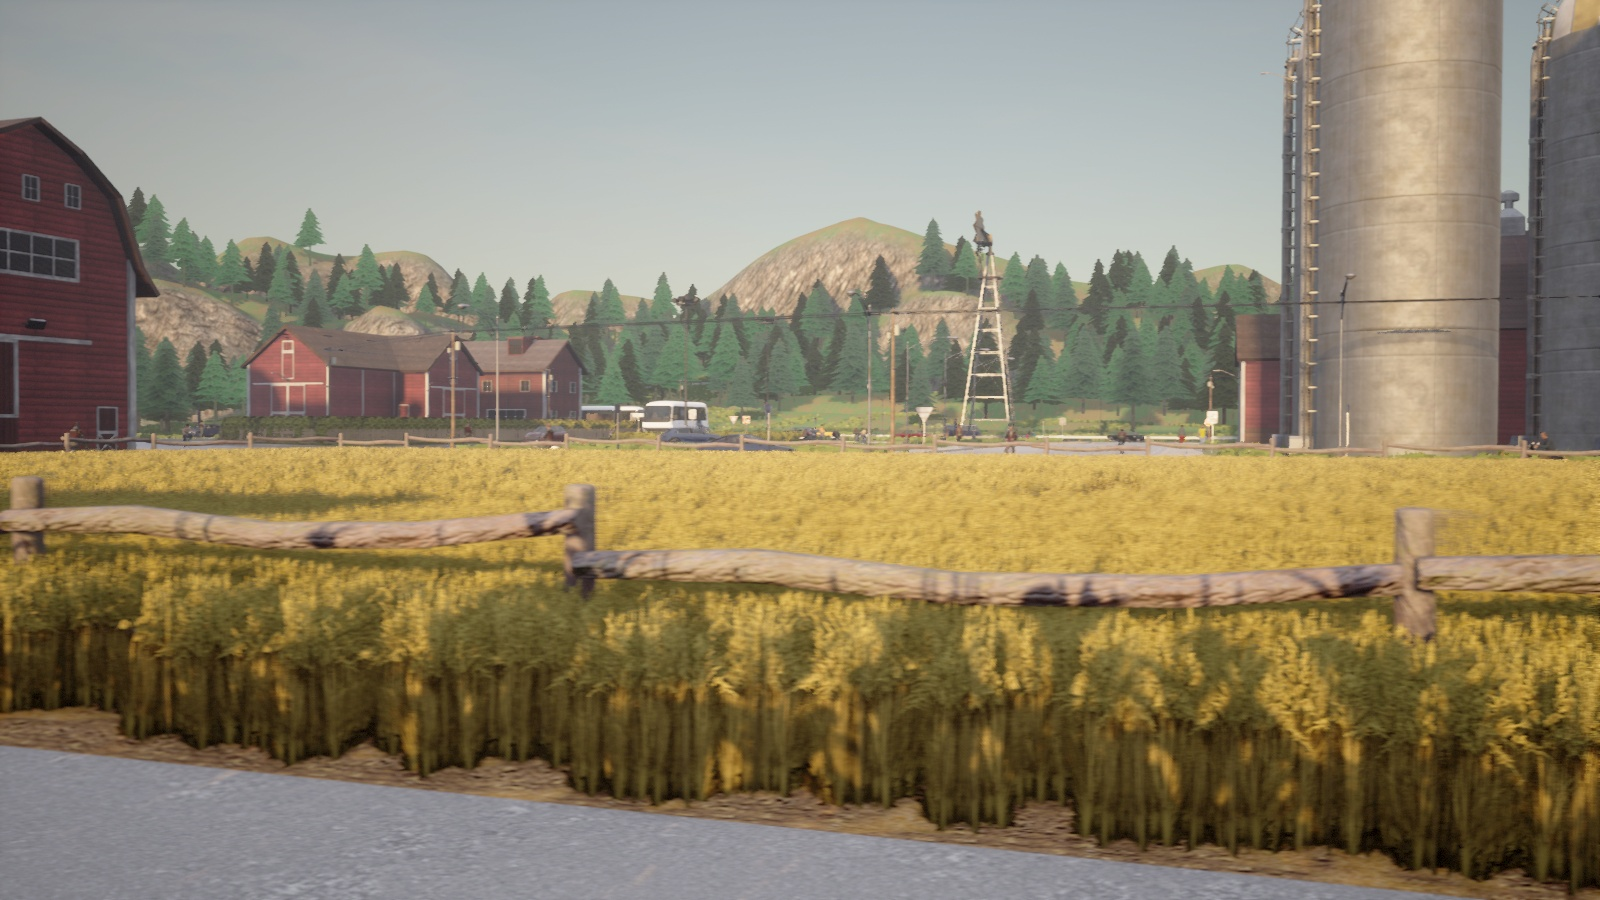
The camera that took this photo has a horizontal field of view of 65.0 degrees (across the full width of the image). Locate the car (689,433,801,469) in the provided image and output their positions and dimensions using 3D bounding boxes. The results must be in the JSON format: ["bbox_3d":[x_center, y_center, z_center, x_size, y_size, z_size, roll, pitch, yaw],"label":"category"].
[{"bbox_3d":[-2.256,0.009,51.952,4.181,1.385,1.994,1,1,18],"label":"car"}]

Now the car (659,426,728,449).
[{"bbox_3d":[-7.798,-0.930,91.977,4.856,1.649,2.033,0,1,-10],"label":"car"}]
